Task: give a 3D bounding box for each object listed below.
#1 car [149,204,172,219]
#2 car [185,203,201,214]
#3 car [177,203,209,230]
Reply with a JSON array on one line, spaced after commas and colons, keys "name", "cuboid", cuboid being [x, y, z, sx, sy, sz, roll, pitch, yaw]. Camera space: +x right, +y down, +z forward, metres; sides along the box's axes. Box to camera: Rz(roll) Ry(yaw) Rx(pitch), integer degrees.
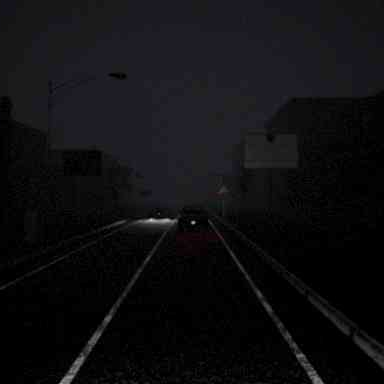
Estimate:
[{"name": "car", "cuboid": [-3.039, 1.891, 32.532, 1.994, 1.385, 4.181, 0, -1, 0]}, {"name": "car", "cuboid": [0.047, 2.082, 41.785, 1.895, 1.301, 4.718, -1, -3, -1]}, {"name": "car", "cuboid": [0.076, 1.620, 21.936, 2.128, 1.511, 4.902, 0, -1, 0]}]
